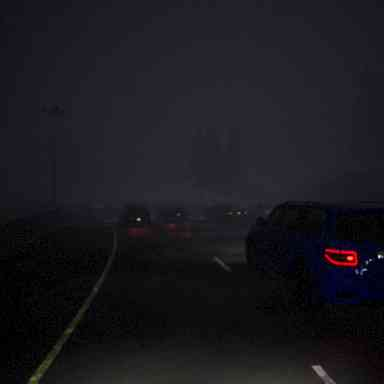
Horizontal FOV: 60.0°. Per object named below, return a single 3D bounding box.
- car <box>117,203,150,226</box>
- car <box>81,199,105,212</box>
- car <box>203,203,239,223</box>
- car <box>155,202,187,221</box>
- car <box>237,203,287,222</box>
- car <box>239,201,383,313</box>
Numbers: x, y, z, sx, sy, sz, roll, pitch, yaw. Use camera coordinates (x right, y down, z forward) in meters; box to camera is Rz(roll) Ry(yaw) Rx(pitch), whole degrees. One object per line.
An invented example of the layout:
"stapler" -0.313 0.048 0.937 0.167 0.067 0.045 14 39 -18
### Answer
"car" -4.258 1.542 24.101 1.837 1.490 4.892 0 0 -18
"car" -12.004 1.606 40.596 1.812 1.442 4.674 0 0 -30
"car" 2.523 1.562 26.070 2.033 1.411 5.357 0 0 -19
"car" -1.807 1.557 27.705 1.812 1.442 4.674 0 0 -19
"car" 5.657 1.605 27.500 1.895 1.301 4.718 0 0 -19
"car" 2.930 1.218 7.873 2.150 2.045 5.566 0 0 -6
